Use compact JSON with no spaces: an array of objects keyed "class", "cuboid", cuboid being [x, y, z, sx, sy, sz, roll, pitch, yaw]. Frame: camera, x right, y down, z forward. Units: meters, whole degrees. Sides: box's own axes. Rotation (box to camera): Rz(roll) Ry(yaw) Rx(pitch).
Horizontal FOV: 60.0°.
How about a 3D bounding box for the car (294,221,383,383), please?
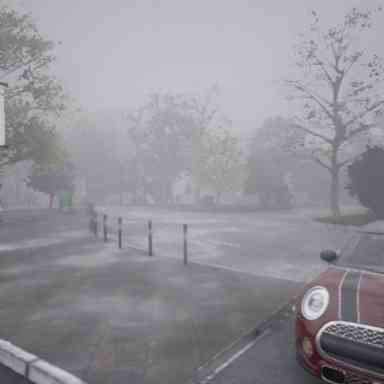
[{"class":"car","cuboid":[3.153,1.297,4.960,2.185,1.767,4.553,1,0,35]}]
